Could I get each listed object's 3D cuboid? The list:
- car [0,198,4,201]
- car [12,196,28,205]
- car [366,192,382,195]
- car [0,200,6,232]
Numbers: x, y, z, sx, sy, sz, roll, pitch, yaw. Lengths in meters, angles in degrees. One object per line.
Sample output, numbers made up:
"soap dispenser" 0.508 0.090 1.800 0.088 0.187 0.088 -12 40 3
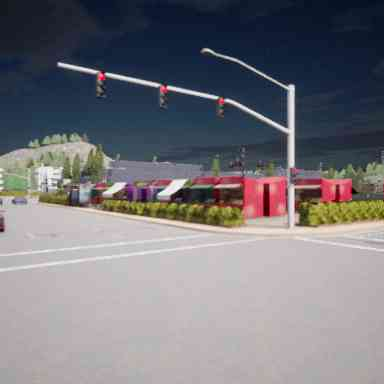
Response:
"car" -31.476 1.422 53.402 1.994 1.385 4.181 0 0 -35
"car" -28.930 1.394 55.907 2.033 1.411 5.357 0 0 -35
"car" 30.278 0.942 56.425 1.932 1.855 4.605 0 0 -35
"car" -11.982 1.440 19.107 1.882 1.535 5.008 0 0 -35
